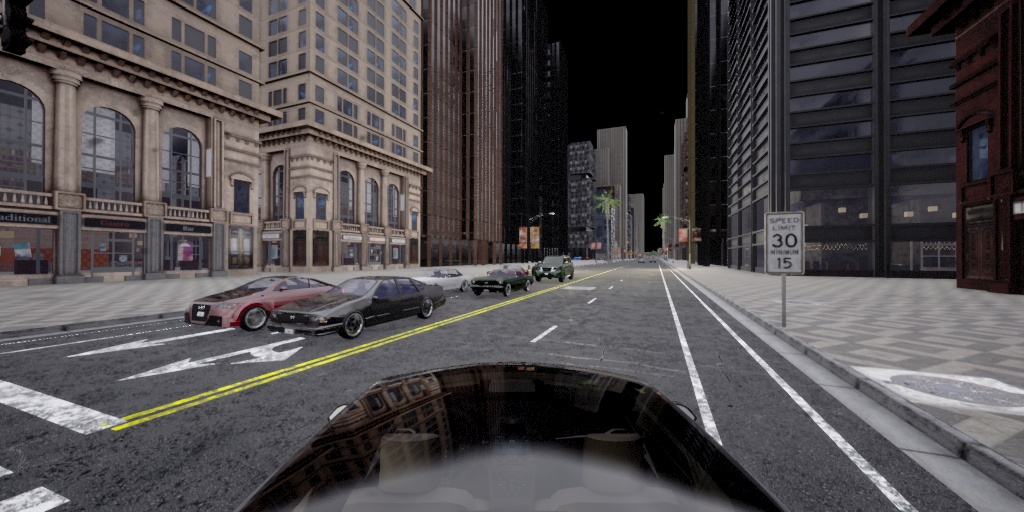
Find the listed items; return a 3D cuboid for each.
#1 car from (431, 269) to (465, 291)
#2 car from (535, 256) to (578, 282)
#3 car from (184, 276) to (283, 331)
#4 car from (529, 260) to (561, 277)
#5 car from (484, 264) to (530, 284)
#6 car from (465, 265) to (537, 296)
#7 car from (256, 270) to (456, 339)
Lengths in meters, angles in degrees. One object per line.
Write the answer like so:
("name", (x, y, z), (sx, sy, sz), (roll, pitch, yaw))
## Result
("car", (-4.003, 1.357, 19.211), (1.895, 1.301, 4.718), (0, 0, 22))
("car", (3.582, 0.987, 29.322), (2.150, 2.045, 5.566), (0, 0, 22))
("car", (-7.274, 1.316, 11.083), (1.994, 1.385, 4.181), (0, 0, 22))
("car", (3.574, 1.251, 37.901), (1.882, 1.535, 5.008), (0, 0, 22))
("car", (-0.277, 1.364, 28.449), (1.895, 1.301, 4.718), (0, 0, 22))
("car", (-0.420, 1.358, 19.402), (1.895, 1.301, 4.718), (0, 0, 22))
("car", (-4.005, 1.299, 10.509), (2.033, 1.411, 5.357), (0, 0, 22))
